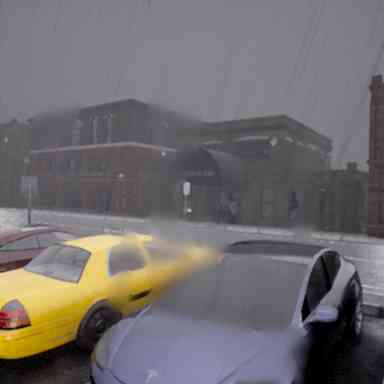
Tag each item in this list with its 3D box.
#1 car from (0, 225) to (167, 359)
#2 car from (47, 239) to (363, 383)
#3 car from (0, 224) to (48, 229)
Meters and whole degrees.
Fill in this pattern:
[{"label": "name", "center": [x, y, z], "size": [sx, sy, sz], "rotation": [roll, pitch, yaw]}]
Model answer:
[{"label": "car", "center": [-1.206, 1.435, 6.239], "size": [1.946, 1.575, 5.366], "rotation": [1, 0, 36]}, {"label": "car", "center": [0.933, 1.494, 4.447], "size": [2.163, 1.488, 4.792], "rotation": [1, 0, 36]}, {"label": "car", "center": [-3.473, 1.454, 7.612], "size": [2.002, 1.452, 4.674], "rotation": [1, 1, 36]}]
